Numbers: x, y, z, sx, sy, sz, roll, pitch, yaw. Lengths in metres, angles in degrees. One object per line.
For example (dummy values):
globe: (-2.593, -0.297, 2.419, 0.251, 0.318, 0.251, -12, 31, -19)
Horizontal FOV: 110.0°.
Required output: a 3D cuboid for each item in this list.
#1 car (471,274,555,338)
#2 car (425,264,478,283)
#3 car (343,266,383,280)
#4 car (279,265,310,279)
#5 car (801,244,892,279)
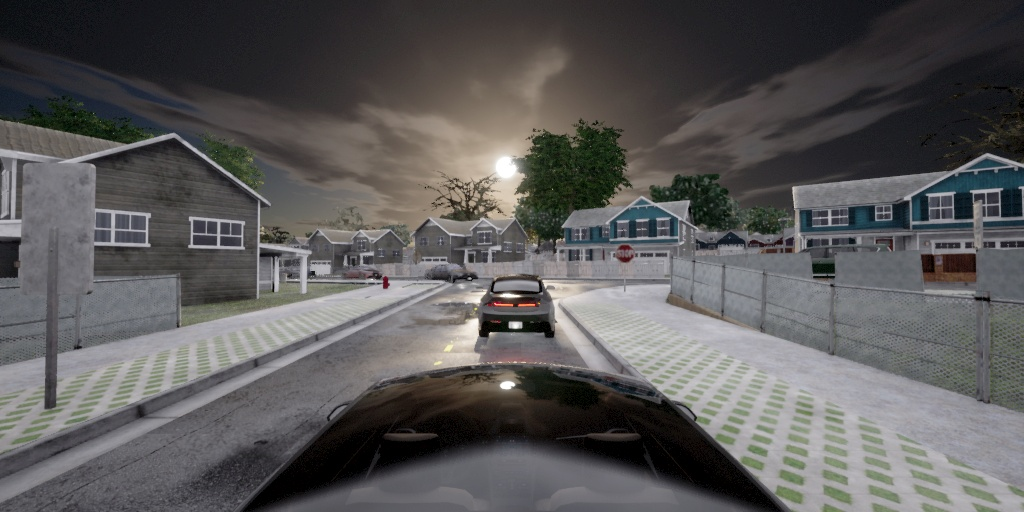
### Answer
car: (0.170, 1.258, 10.228, 1.837, 1.490, 4.892, 0, 0, 2)
car: (-4.854, 1.343, 28.082, 2.033, 1.411, 5.357, 0, -1, -42)
car: (-14.688, 1.696, 35.285, 4.181, 1.385, 1.994, -2, -2, 31)
car: (-25.491, 1.967, 41.642, 4.902, 1.511, 2.128, -2, -2, 30)
car: (15.927, 0.484, 18.450, 5.566, 2.045, 2.150, -2, -2, 36)
